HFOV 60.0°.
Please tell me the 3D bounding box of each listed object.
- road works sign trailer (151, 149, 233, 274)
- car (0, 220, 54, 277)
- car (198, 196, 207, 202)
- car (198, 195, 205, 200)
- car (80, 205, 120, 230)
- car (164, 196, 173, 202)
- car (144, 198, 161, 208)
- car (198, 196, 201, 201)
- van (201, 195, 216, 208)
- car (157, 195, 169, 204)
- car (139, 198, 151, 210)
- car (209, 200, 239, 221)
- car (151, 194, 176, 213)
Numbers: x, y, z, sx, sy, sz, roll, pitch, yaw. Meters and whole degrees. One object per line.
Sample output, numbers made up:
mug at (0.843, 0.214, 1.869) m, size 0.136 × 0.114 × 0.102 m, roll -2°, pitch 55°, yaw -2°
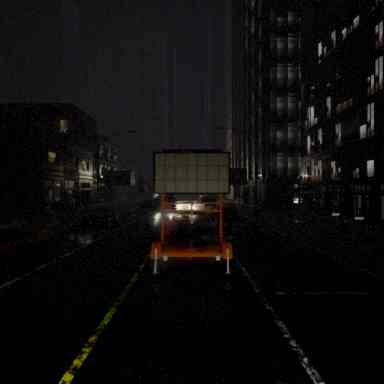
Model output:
road works sign trailer at (-0.006, 0.465, 10.533) m, size 2.380 × 3.560 × 2.880 m, roll 0°, pitch 0°, yaw 0°
car at (-5.698, 1.526, 9.765) m, size 1.752 × 1.417 × 4.829 m, roll 0°, pitch 0°, yaw 0°
car at (2.639, 1.595, 81.759) m, size 2.008 × 1.369 × 4.403 m, roll 0°, pitch 0°, yaw 0°
car at (2.632, 1.581, 92.976) m, size 1.752 × 1.417 × 4.829 m, roll 0°, pitch 0°, yaw 0°
car at (-5.705, 1.553, 20.985) m, size 2.008 × 1.369 × 4.403 m, roll 0°, pitch 0°, yaw 0°
car at (-5.741, 1.626, 81.750) m, size 1.802 × 1.307 × 4.206 m, roll 0°, pitch 0°, yaw 0°
car at (-5.722, 1.560, 48.605) m, size 1.887 × 1.381 × 4.507 m, roll 0°, pitch 0°, yaw 0°
car at (2.648, 1.555, 65.355) m, size 1.752 × 1.417 × 4.829 m, roll 0°, pitch 0°, yaw 0°
van at (2.657, 1.356, 48.613) m, size 1.690 × 1.788 × 3.998 m, roll 0°, pitch 0°, yaw 0°
car at (-5.732, 1.469, 65.177) m, size 1.967 × 1.590 × 4.097 m, roll 0°, pitch 0°, yaw 0°
car at (-5.719, 1.562, 43.081) m, size 2.008 × 1.369 × 4.403 m, roll 0°, pitch 0°, yaw 0°
car at (2.672, 1.554, 26.516) m, size 2.008 × 1.369 × 4.403 m, roll 0°, pitch 0°, yaw 0°
car at (-3.022, 1.229, 37.905) m, size 2.150 × 2.045 × 5.566 m, roll 0°, pitch 0°, yaw 0°
